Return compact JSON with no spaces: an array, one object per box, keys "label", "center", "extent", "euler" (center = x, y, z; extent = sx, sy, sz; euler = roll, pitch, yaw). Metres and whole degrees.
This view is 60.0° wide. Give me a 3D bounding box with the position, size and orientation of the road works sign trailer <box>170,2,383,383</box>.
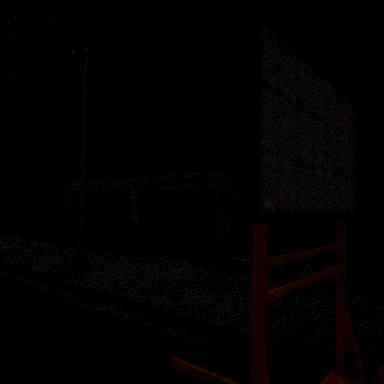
[{"label":"road works sign trailer","center":[0.902,0.638,2.984],"extent":[2.880,3.560,2.380],"euler":[-1,-4,40]}]
